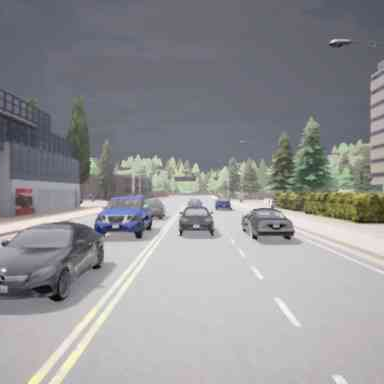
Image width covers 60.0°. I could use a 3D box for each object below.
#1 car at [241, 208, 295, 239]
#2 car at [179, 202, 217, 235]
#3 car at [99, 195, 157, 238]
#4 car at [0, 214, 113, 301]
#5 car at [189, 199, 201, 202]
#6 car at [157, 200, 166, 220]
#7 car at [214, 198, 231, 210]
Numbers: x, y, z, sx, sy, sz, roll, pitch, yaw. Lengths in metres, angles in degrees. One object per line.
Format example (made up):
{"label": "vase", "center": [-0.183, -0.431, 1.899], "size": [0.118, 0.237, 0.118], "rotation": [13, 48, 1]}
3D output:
{"label": "car", "center": [3.725, 1.538, 17.125], "size": [2.033, 1.411, 5.357], "rotation": [0, 0, 0]}
{"label": "car", "center": [0.238, 1.515, 18.636], "size": [1.812, 1.442, 4.674], "rotation": [0, 0, 0]}
{"label": "car", "center": [-3.438, 1.210, 17.839], "size": [2.150, 2.045, 5.566], "rotation": [0, 0, 1]}
{"label": "car", "center": [-3.526, 1.520, 8.410], "size": [1.812, 1.442, 4.674], "rotation": [0, 0, 0]}
{"label": "car", "center": [0.354, 1.525, 39.693], "size": [2.033, 1.411, 5.357], "rotation": [0, 0, 1]}
{"label": "car", "center": [-3.280, 1.488, 28.200], "size": [1.837, 1.490, 4.892], "rotation": [0, 0, 0]}
{"label": "car", "center": [3.901, 1.453, 42.601], "size": [1.882, 1.535, 5.008], "rotation": [0, 0, 1]}
